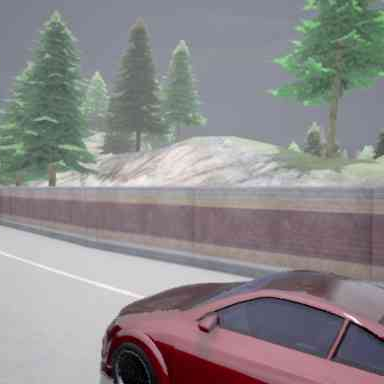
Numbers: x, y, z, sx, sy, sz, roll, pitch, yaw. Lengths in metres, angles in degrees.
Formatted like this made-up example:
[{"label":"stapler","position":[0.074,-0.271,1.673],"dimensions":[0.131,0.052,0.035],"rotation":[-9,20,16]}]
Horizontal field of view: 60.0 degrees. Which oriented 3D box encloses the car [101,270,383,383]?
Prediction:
[{"label":"car","position":[0.988,1.554,3.415],"dimensions":[4.181,1.385,1.994],"rotation":[1,0,37]}]
